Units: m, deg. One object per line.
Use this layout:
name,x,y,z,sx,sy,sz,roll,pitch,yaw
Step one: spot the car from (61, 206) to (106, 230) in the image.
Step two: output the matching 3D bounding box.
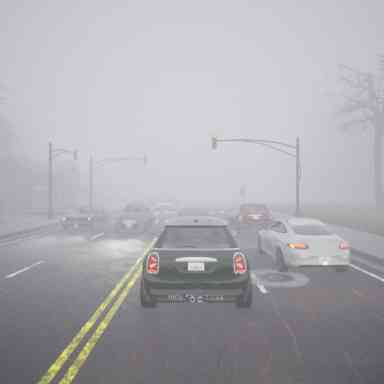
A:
car,-6.574,1.609,21.066,1.895,1.301,4.718,0,0,0

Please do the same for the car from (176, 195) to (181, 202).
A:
car,-3.268,1.510,54.329,1.837,1.490,4.892,0,0,0

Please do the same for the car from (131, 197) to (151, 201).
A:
car,-6.549,1.557,39.913,2.033,1.411,5.357,0,0,0

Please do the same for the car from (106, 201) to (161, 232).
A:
car,-3.328,1.499,19.989,2.128,1.511,4.902,0,0,0

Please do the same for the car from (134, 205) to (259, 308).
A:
car,0.087,1.355,8.079,2.097,1.767,4.553,0,0,0

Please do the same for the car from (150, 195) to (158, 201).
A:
car,-6.510,1.354,56.769,2.097,1.767,4.553,0,0,0

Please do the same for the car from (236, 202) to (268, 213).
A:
car,3.335,1.359,19.426,2.097,1.767,4.553,0,0,0

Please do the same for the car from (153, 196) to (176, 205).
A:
car,-3.293,1.536,40.379,1.812,1.442,4.674,0,0,0

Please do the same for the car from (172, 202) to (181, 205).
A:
car,0.064,1.484,17.344,1.882,1.535,5.008,0,0,0

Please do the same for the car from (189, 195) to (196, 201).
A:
car,0.114,1.515,85.683,2.128,1.511,4.902,0,0,0

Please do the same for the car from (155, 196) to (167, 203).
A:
car,-6.408,1.536,70.044,2.033,1.411,5.357,0,0,0

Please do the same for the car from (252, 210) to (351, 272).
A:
car,3.347,1.530,10.632,1.812,1.442,4.674,0,0,0
